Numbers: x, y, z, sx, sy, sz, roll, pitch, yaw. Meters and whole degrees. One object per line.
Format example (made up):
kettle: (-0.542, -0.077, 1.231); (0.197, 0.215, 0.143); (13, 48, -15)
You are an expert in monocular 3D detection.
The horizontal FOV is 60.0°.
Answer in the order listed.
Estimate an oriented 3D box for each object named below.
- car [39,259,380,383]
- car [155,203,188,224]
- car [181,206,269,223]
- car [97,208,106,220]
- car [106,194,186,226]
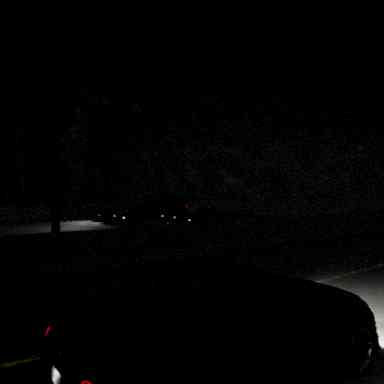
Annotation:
car: (0.445, 1.558, 4.066); (4.181, 1.385, 1.994); (0, 0, -35)
car: (0.329, 1.572, 21.399); (4.718, 1.301, 1.895); (0, 0, -35)
car: (2.024, 1.573, 18.311); (4.718, 1.301, 1.895); (0, 0, -35)
car: (-4.967, 1.478, 26.225); (4.892, 1.490, 1.837); (0, 0, -35)
car: (-2.836, 1.194, 23.449); (5.566, 2.045, 2.150); (0, 0, -35)
